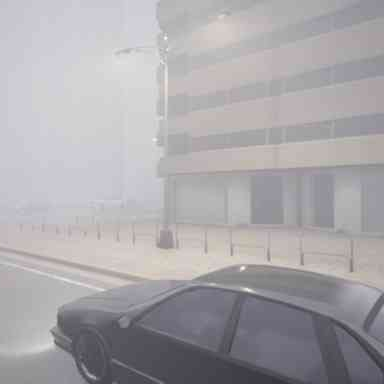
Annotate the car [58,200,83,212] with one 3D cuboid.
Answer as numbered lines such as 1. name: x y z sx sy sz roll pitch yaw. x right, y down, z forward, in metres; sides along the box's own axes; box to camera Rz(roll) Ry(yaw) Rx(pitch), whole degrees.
1. car: -16.725 1.804 44.118 2.033 1.411 5.357 0 0 37

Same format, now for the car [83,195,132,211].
1. car: -11.419 1.461 45.348 2.150 2.045 5.566 0 0 37

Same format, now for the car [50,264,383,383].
1. car: 0.677 1.556 3.542 5.357 1.411 2.033 0 0 38

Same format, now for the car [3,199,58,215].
1. car: -17.819 1.590 36.834 2.097 1.767 4.553 0 0 37

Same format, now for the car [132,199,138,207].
1. car: -10.639 1.749 52.167 2.128 1.511 4.902 0 0 37

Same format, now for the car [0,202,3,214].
1. car: -22.601 1.746 36.338 2.128 1.511 4.902 0 0 38
